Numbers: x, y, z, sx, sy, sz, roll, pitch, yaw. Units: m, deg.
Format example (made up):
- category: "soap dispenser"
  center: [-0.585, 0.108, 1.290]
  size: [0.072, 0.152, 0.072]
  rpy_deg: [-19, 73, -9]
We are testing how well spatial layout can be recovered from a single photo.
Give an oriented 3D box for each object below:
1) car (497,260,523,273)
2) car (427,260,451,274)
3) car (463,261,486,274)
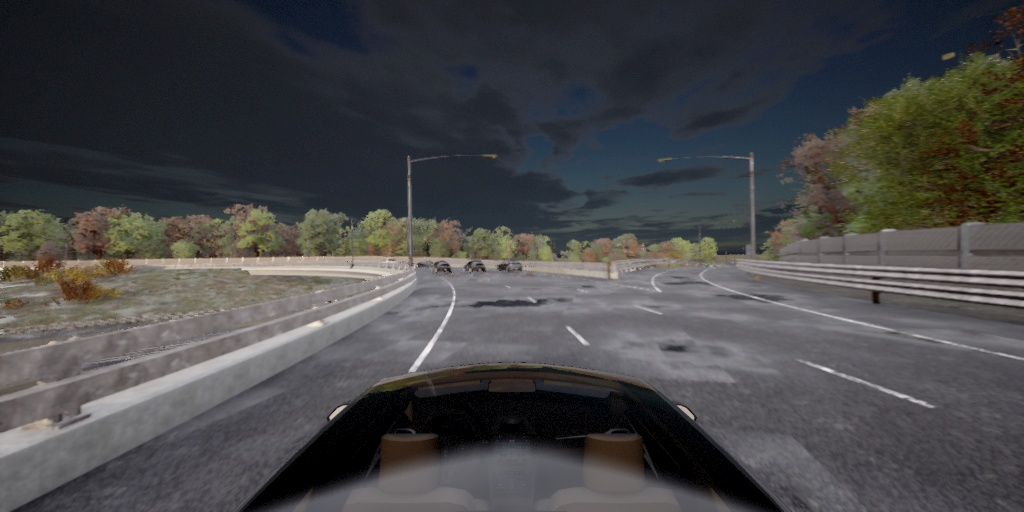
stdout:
- category: "car"
  center: [-0.323, 1.243, 42.416]
  size: [2.128, 1.511, 4.902]
  rpy_deg: [-1, 0, -21]
- category: "car"
  center: [-8.956, 1.415, 45.121]
  size: [1.837, 1.490, 4.892]
  rpy_deg: [-1, -1, -24]
- category: "car"
  center: [-4.643, 1.336, 43.914]
  size: [1.837, 1.490, 4.892]
  rpy_deg: [0, 0, -22]
